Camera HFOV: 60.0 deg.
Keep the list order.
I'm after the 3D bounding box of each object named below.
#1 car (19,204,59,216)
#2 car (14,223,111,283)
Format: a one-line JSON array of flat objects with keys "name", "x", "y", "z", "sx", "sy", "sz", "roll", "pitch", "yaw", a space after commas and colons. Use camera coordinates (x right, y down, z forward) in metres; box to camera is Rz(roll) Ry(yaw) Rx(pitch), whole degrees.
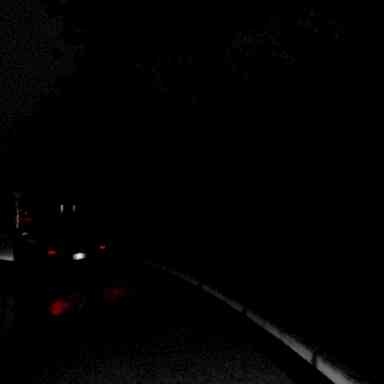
[{"name": "car", "x": -17.161, "y": 1.971, "z": 37.676, "sx": 1.895, "sy": 1.301, "sz": 4.718, "roll": -1, "pitch": 0, "yaw": 13}, {"name": "car", "x": -4.067, "y": 1.636, "z": 10.162, "sx": 1.994, "sy": 1.385, "sz": 4.181, "roll": 0, "pitch": 0, "yaw": -36}]
